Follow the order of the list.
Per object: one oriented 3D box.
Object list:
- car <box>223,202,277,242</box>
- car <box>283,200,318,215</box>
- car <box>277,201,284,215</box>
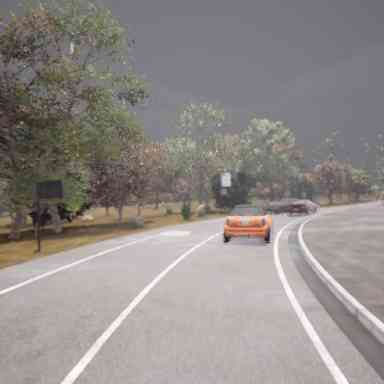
[{"bbox_3d":[2.960,1.404,16.749,2.097,1.767,4.553,-1,-1,16],"label":"car"},{"bbox_3d":[11.413,1.521,34.012,1.882,1.535,5.008,-4,-2,35],"label":"car"},{"bbox_3d":[9.532,1.773,37.432,2.033,1.411,5.357,-4,-2,37],"label":"car"}]
